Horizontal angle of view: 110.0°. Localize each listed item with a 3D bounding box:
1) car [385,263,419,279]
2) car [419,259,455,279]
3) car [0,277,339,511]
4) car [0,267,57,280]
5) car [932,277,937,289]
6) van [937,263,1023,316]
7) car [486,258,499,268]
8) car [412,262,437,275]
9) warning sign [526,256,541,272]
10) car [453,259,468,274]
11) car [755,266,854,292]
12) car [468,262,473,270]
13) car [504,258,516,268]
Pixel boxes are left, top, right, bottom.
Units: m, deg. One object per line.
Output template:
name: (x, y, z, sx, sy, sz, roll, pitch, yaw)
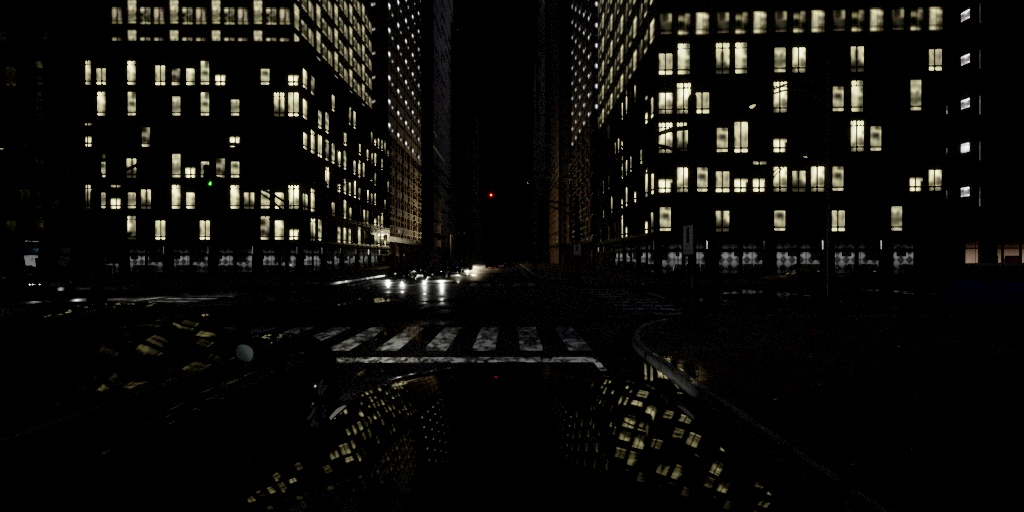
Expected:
car: (-10.051, 1.343, 32.799, 1.994, 1.385, 4.181, 0, 0, 0)
car: (-6.800, 1.305, 32.955, 1.812, 1.442, 4.674, 0, 0, 0)
car: (-3.155, 1.102, 2.560, 2.097, 1.767, 4.553, 0, 0, 0)
car: (-23.089, 1.249, 16.389, 4.902, 1.511, 2.128, 0, 0, 0)
car: (26.802, 1.357, 20.522, 4.207, 1.307, 1.802, 0, 0, 2)
van: (18.288, 1.119, 12.779, 3.998, 1.789, 1.690, 0, 0, 2)
car: (-3.545, 1.214, 63.651, 2.097, 1.767, 4.553, 0, 0, -1)
car: (-10.101, 1.361, 41.707, 1.994, 1.385, 4.181, 0, 0, 0)
warning sign: (2.598, 0.910, 40.836, 1.300, 1.860, 1.060, 0, 0, 0)
car: (-6.864, 1.277, 42.828, 1.882, 1.535, 5.008, 0, 0, 0)
car: (16.964, 1.293, 20.942, 4.829, 1.417, 1.751, 0, 0, 2)
car: (-6.917, 1.389, 52.807, 1.994, 1.385, 4.181, 0, 0, 0)
car: (-0.401, 1.426, 63.832, 1.994, 1.385, 4.181, 0, 0, 0)
